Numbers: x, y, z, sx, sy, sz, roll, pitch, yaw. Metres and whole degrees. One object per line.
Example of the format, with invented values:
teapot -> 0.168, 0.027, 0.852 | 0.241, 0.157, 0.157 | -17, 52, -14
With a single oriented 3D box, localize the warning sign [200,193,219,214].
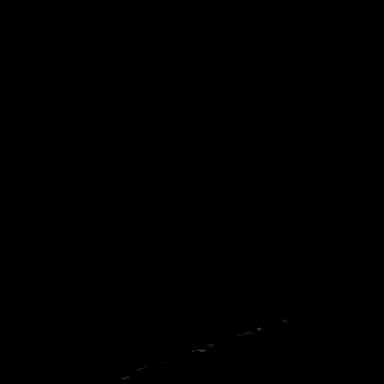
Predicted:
warning sign -> 1.603, 1.014, 30.366 | 1.300, 1.860, 1.060 | -1, 0, -36
